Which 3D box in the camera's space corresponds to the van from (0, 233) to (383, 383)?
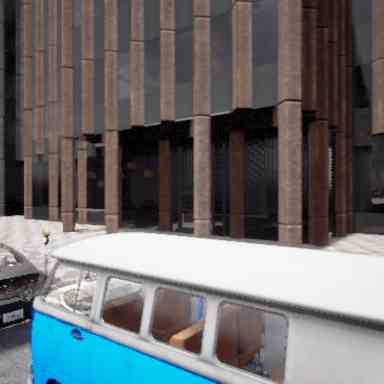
[{"bbox_3d":[0.245,1.341,2.791,3.998,1.788,1.690,0,0,35],"label":"van"}]
